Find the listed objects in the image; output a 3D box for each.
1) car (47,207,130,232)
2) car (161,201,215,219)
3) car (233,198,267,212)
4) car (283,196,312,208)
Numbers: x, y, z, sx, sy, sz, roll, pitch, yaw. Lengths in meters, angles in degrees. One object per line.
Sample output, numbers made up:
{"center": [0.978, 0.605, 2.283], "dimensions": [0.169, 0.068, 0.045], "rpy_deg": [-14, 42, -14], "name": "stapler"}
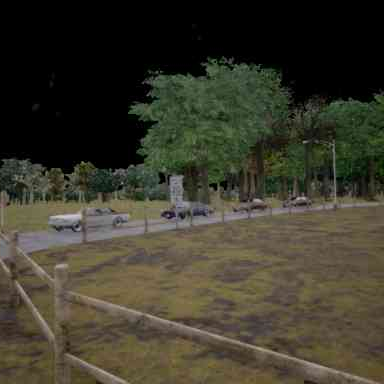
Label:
{"center": [-6.084, 1.571, 19.970], "dimensions": [1.895, 1.301, 4.718], "rpy_deg": [-2, -1, 36], "name": "car"}
{"center": [-0.228, 1.468, 27.819], "dimensions": [2.033, 1.411, 5.357], "rpy_deg": [-2, -1, 38], "name": "car"}
{"center": [6.227, 1.381, 35.384], "dimensions": [1.812, 1.442, 4.674], "rpy_deg": [-2, -1, 43], "name": "car"}
{"center": [13.479, 1.302, 42.437], "dimensions": [4.674, 1.442, 1.812], "rpy_deg": [-1, -1, -41], "name": "car"}
